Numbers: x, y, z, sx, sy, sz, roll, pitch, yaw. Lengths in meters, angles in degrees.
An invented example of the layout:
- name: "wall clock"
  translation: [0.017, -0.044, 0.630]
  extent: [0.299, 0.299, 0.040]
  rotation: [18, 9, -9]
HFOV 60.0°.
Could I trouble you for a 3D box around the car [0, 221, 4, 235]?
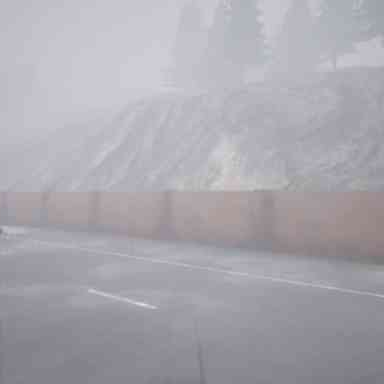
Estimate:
- name: "car"
  translation: [-11.453, 1.637, 16.577]
  extent: [5.357, 1.411, 2.033]
  rotation: [0, 0, 36]
